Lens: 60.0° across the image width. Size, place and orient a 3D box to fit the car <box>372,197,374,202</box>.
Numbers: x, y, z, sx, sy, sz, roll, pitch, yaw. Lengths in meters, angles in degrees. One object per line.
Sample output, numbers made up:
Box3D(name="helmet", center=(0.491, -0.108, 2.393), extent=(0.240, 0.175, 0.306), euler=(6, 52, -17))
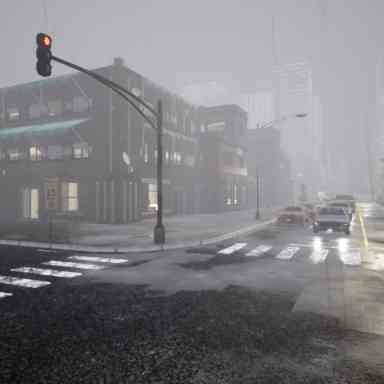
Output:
Box3D(name="car", center=(39.149, 1.615, 69.275), extent=(1.752, 1.417, 4.829), euler=(0, 0, 26))

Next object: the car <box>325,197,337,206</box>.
Box3D(name="car", center=(24.175, 1.581, 57.778), extent=(1.752, 1.417, 4.829), euler=(0, 0, 26))

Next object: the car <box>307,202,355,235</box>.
Box3D(name="car", center=(8.215, 1.555, 19.338), extent=(2.033, 1.411, 5.357), euler=(0, 0, 26))

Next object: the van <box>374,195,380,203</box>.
Box3D(name="van", center=(36.641, 1.419, 64.163), extent=(1.690, 1.788, 3.998), euler=(0, 0, 26))

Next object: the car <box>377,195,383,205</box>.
Box3D(name="car", center=(31.774, 1.639, 54.240), extent=(1.802, 1.307, 4.206), euler=(0, 0, 26))

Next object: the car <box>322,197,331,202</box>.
Box3D(name="car", center=(14.443, 1.550, 37.936), extent=(1.752, 1.417, 4.829), euler=(0, 0, 26))

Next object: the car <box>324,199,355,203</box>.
Box3D(name="car", center=(12.395, 1.541, 27.807), extent=(1.812, 1.442, 4.674), euler=(0, 0, 26))

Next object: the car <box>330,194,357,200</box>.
Box3D(name="car", center=(17.126, 1.247, 37.298), extent=(2.150, 2.045, 5.566), euler=(0, 0, 26))

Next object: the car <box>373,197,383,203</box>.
Box3D(name="car", center=(41.507, 1.684, 74.083), extent=(1.802, 1.307, 4.206), euler=(0, 0, 26))

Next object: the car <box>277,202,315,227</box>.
Box3D(name="car", center=(7.141, 1.554, 23.248), extent=(1.887, 1.381, 4.507), euler=(0, 0, 26))

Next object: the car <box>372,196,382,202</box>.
Box3D(name="car", center=(43.941, 1.680, 79.045), extent=(1.947, 1.339, 4.313), euler=(0, 0, 26))

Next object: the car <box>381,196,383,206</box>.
Box3D(name="car", center=(26.908, 1.590, 44.320), extent=(2.008, 1.369, 4.403), euler=(0, 0, 26))

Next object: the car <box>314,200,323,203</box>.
Box3D(name="car", center=(9.651, 1.580, 28.167), extent=(1.947, 1.339, 4.313), euler=(0, 0, 26))

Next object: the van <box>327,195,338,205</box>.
Box3D(name="van", center=(26.684, 1.408, 62.892), extent=(1.690, 1.788, 3.998), euler=(0, 0, 26))
